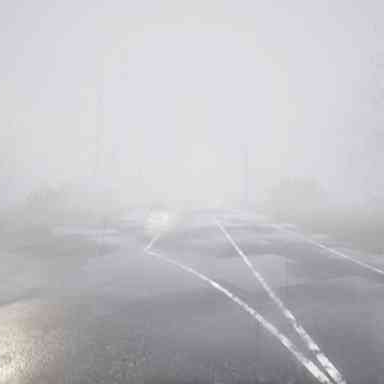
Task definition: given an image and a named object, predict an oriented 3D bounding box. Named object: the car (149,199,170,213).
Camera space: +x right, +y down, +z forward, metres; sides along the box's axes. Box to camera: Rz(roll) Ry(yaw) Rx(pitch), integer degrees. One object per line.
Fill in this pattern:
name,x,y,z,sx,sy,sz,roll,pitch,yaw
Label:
car,-3.470,1.455,35.599,1.895,1.301,4.718,0,0,0
